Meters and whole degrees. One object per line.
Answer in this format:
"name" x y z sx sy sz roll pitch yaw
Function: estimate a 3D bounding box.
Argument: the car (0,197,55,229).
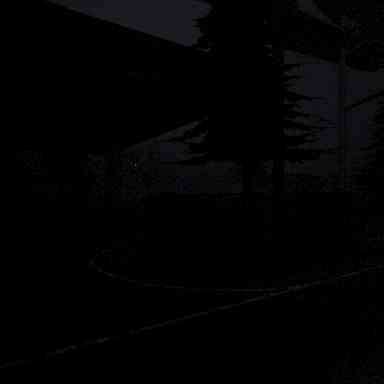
"car" -11.876 1.313 23.538 3.866 1.878 1.905 0 0 -36
